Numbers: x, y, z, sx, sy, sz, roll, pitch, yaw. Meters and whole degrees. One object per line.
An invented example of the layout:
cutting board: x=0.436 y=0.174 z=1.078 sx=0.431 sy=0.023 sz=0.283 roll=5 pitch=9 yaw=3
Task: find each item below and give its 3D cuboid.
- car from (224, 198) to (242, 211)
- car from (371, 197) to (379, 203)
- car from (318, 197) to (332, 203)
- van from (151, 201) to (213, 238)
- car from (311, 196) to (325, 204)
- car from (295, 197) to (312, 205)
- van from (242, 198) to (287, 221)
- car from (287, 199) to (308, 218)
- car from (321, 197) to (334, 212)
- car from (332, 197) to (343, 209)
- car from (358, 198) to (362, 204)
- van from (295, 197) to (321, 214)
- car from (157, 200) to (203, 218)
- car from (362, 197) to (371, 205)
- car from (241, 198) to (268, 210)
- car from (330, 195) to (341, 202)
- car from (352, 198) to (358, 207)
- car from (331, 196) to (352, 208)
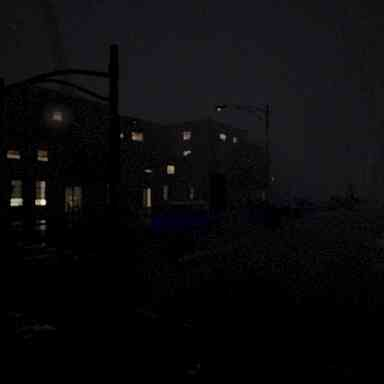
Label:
car: x=5.410 y=1.493 z=40.766 sx=1.967 sy=1.590 sz=4.097 roll=0 pitch=0 yaw=35
car: x=43.940 y=1.891 z=81.170 sx=1.947 sy=1.339 sz=4.313 roll=0 pitch=0 yaw=35
car: x=30.750 y=1.778 z=76.946 sx=1.947 sy=1.339 sz=4.313 roll=0 pitch=0 yaw=35
van: x=-0.408 y=1.399 z=17.852 sx=1.690 sy=1.788 sz=3.998 roll=0 pitch=0 yaw=35
car: x=27.485 y=1.714 z=72.284 sx=1.752 sy=1.417 sz=4.829 roll=0 pitch=0 yaw=35
car: x=21.247 y=1.691 z=63.378 sx=1.887 sy=1.381 sz=4.507 roll=0 pitch=0 yaw=35
van: x=5.928 y=1.428 z=26.897 sx=1.690 sy=1.788 sz=3.998 roll=0 pitch=0 yaw=35
car: x=9.094 y=1.648 z=31.419 sx=1.887 sy=1.381 sz=4.507 roll=0 pitch=0 yaw=35
car: x=15.528 y=1.663 z=40.605 sx=1.752 sy=1.417 sz=4.829 roll=0 pitch=0 yaw=35
car: x=18.597 y=1.721 z=44.988 sx=1.947 sy=1.339 sz=4.313 roll=0 pitch=0 yaw=35
car: x=28.199 y=1.740 z=58.696 sx=1.752 sy=1.417 sz=4.829 roll=0 pitch=0 yaw=35
van: x=12.263 y=1.461 z=35.942 sx=1.690 sy=1.788 sz=3.998 roll=0 pitch=0 yaw=35
car: x=-1.024 y=1.544 z=31.580 sx=1.752 sy=1.417 sz=4.829 roll=0 pitch=0 yaw=35
car: x=34.437 y=1.802 z=67.602 sx=1.887 sy=1.381 sz=4.507 roll=0 pitch=0 yaw=35
car: x=8.577 y=1.615 z=45.288 sx=1.887 sy=1.381 sz=4.507 roll=0 pitch=0 yaw=35
car: x=37.086 y=1.698 z=85.992 sx=1.967 sy=1.590 sz=4.097 roll=0 pitch=0 yaw=35
car: x=24.935 y=1.509 z=54.034 sx=2.192 sy=1.841 sz=5.009 roll=0 pitch=0 yaw=35
car: x=21.767 y=1.489 z=49.511 sx=2.192 sy=1.841 sz=5.009 roll=0 pitch=0 yaw=35
